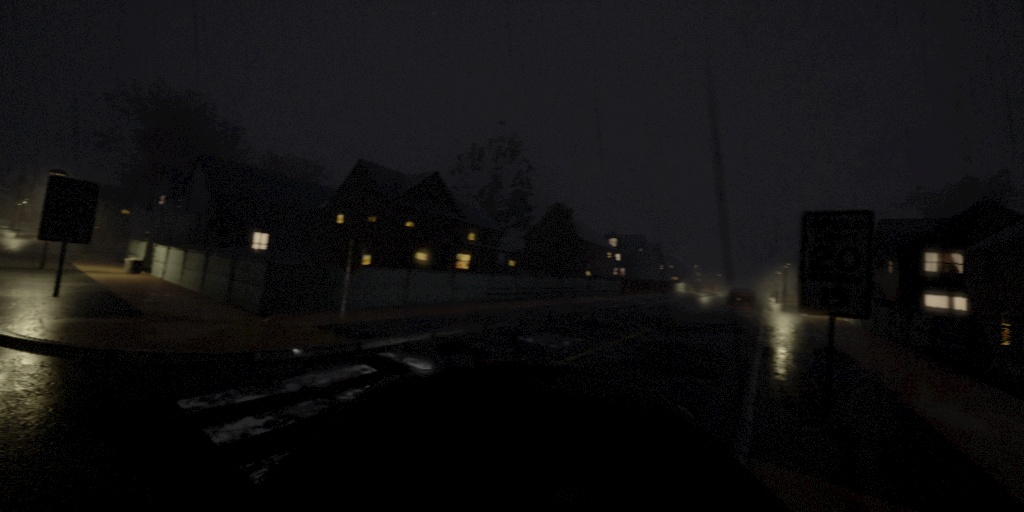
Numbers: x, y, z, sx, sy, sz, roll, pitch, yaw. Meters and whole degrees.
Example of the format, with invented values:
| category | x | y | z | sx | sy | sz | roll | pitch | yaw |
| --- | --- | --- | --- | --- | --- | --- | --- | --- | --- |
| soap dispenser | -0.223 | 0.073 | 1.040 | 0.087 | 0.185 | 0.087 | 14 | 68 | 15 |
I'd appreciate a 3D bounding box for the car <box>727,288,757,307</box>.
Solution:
| category | x | y | z | sx | sy | sz | roll | pitch | yaw |
| --- | --- | --- | --- | --- | --- | --- | --- | --- | --- |
| car | 21.275 | 3.780 | 33.319 | 1.882 | 1.535 | 5.008 | 3 | -2 | 36 |
